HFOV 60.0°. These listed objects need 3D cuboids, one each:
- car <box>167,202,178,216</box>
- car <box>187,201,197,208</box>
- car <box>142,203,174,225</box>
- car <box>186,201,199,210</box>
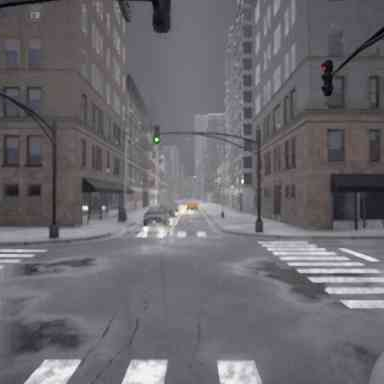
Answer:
[{"bbox_3d":[-2.878,2.014,37.564,1.837,1.490,4.892,0,-1,0],"label":"car"},{"bbox_3d":[0.044,2.558,67.777,1.895,1.301,4.718,0,-1,0],"label":"car"},{"bbox_3d":[-2.875,1.918,27.735,2.033,1.411,5.357,0,-1,0],"label":"car"},{"bbox_3d":[0.055,2.247,55.335,1.882,1.535,5.008,0,-1,0],"label":"car"}]
